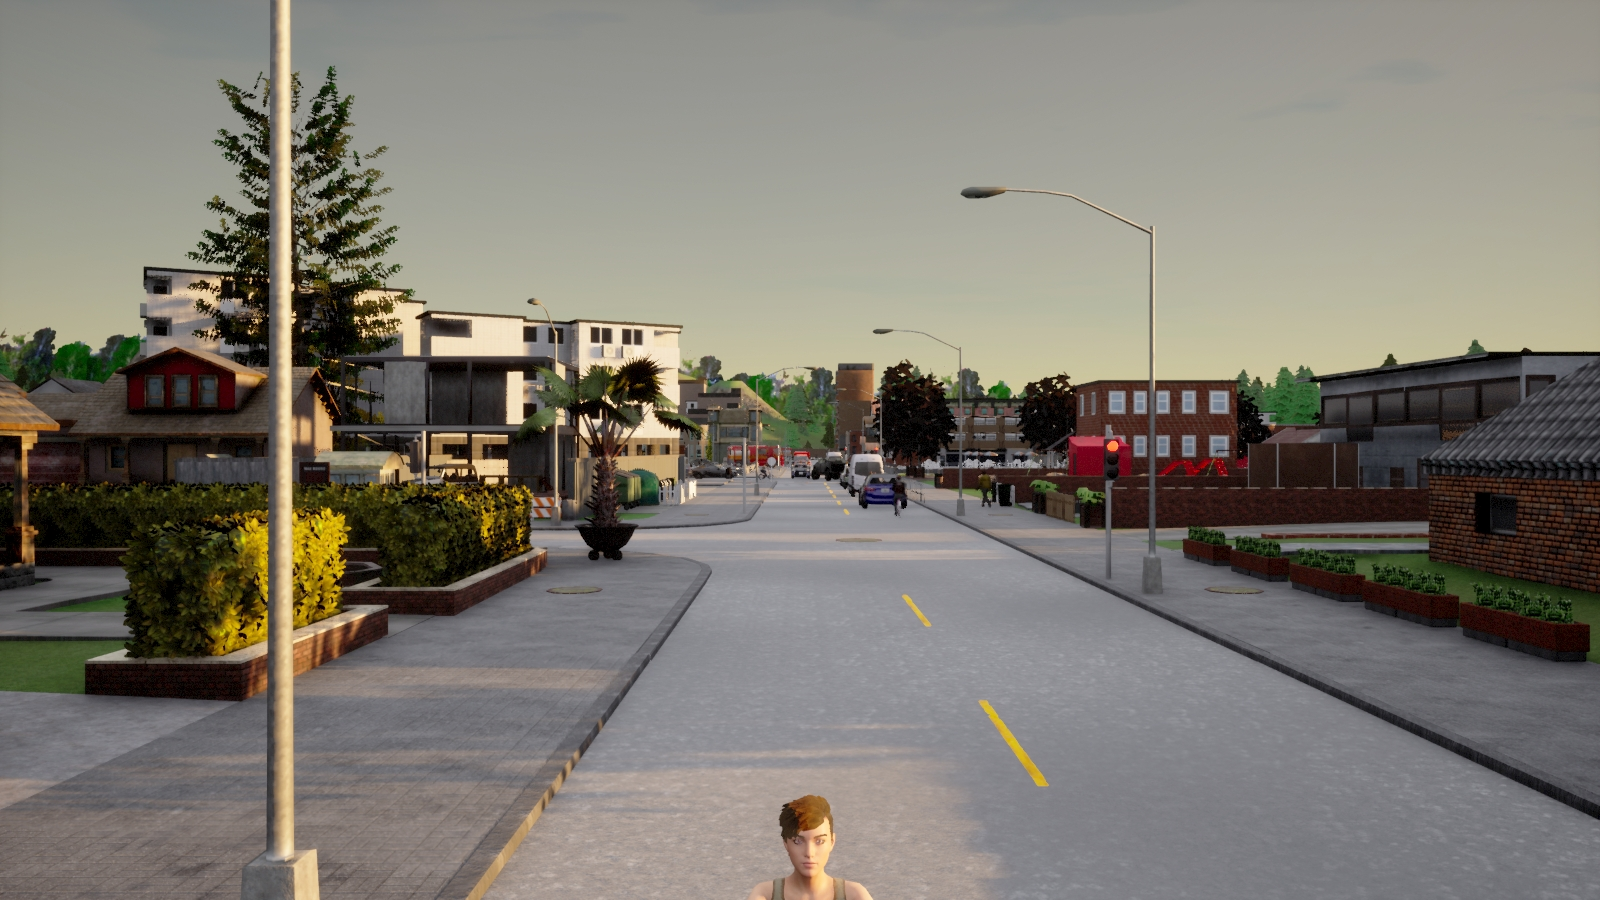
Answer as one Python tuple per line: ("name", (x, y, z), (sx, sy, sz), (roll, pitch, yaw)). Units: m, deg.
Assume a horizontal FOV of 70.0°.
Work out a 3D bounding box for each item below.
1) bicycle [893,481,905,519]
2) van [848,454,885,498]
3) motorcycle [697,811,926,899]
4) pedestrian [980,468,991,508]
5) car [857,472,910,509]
("bicycle", (4.088, 2.060, 47.328), (0.329, 1.471, 1.835), (0, 0, 0))
("van", (4.042, 1.535, 70.679), (1.988, 2.561, 5.915), (0, 0, 0))
("motorcycle", (0.039, 2.155, 3.558), (0.764, 1.307, 2.356), (0, 0, 0))
("pedestrian", (8.558, 1.744, 52.634), (0.375, 1.860, 0.375), (0, 0, -23))
("car", (4.046, 1.967, 56.171), (2.242, 1.667, 4.611), (0, 0, 0))
